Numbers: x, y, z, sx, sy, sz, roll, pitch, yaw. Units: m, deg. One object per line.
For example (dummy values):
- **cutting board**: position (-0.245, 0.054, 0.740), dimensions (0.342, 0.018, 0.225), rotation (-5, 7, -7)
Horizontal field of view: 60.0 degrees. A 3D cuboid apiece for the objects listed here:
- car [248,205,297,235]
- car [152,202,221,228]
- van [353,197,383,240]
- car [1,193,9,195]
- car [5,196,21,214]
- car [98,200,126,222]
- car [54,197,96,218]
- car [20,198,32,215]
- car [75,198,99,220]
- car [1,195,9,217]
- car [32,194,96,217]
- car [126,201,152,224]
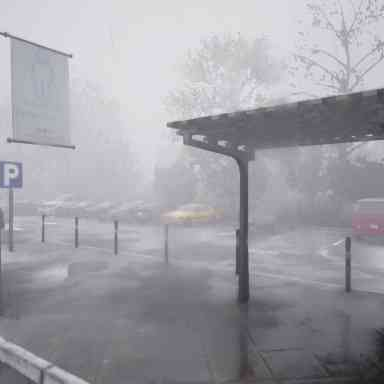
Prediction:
- **car**: position (4.604, 1.514, 19.396), dimensions (2.163, 1.488, 4.792), rotation (0, 0, 36)
- **car**: position (-0.006, 1.475, 22.495), dimensions (1.946, 1.575, 5.366), rotation (0, 0, 36)
- **van**: position (9.205, 1.264, 16.289), dimensions (1.878, 1.987, 4.442), rotation (0, 0, 36)
- **car**: position (-24.764, 1.153, 40.368), dimensions (2.435, 2.045, 5.566), rotation (0, 0, 36)
- **car**: position (-15.713, 1.455, 33.934), dimensions (2.097, 1.535, 5.008), rotation (0, 0, 36)
- **car**: position (-4.411, 1.473, 25.877), dimensions (2.231, 1.521, 4.892), rotation (0, 0, 36)
- **car**: position (-8.930, 1.466, 29.102), dimensions (2.097, 1.535, 5.008), rotation (0, 0, 36)
- **car**: position (-13.453, 1.462, 32.319), dimensions (2.231, 1.521, 4.892), rotation (0, 0, 36)
- **car**: position (-6.671, 1.469, 27.489), dimensions (2.097, 1.535, 5.008), rotation (0, 0, 36)
- **car**: position (-17.863, 1.444, 35.702), dimensions (1.946, 1.575, 5.366), rotation (0, 0, 36)
- **car**: position (-11.208, 1.212, 30.688), dimensions (2.435, 2.045, 5.566), rotation (0, 0, 36)
- **car**: position (-2.140, 1.505, 24.283), dimensions (2.163, 1.488, 4.792), rotation (0, 0, 36)
